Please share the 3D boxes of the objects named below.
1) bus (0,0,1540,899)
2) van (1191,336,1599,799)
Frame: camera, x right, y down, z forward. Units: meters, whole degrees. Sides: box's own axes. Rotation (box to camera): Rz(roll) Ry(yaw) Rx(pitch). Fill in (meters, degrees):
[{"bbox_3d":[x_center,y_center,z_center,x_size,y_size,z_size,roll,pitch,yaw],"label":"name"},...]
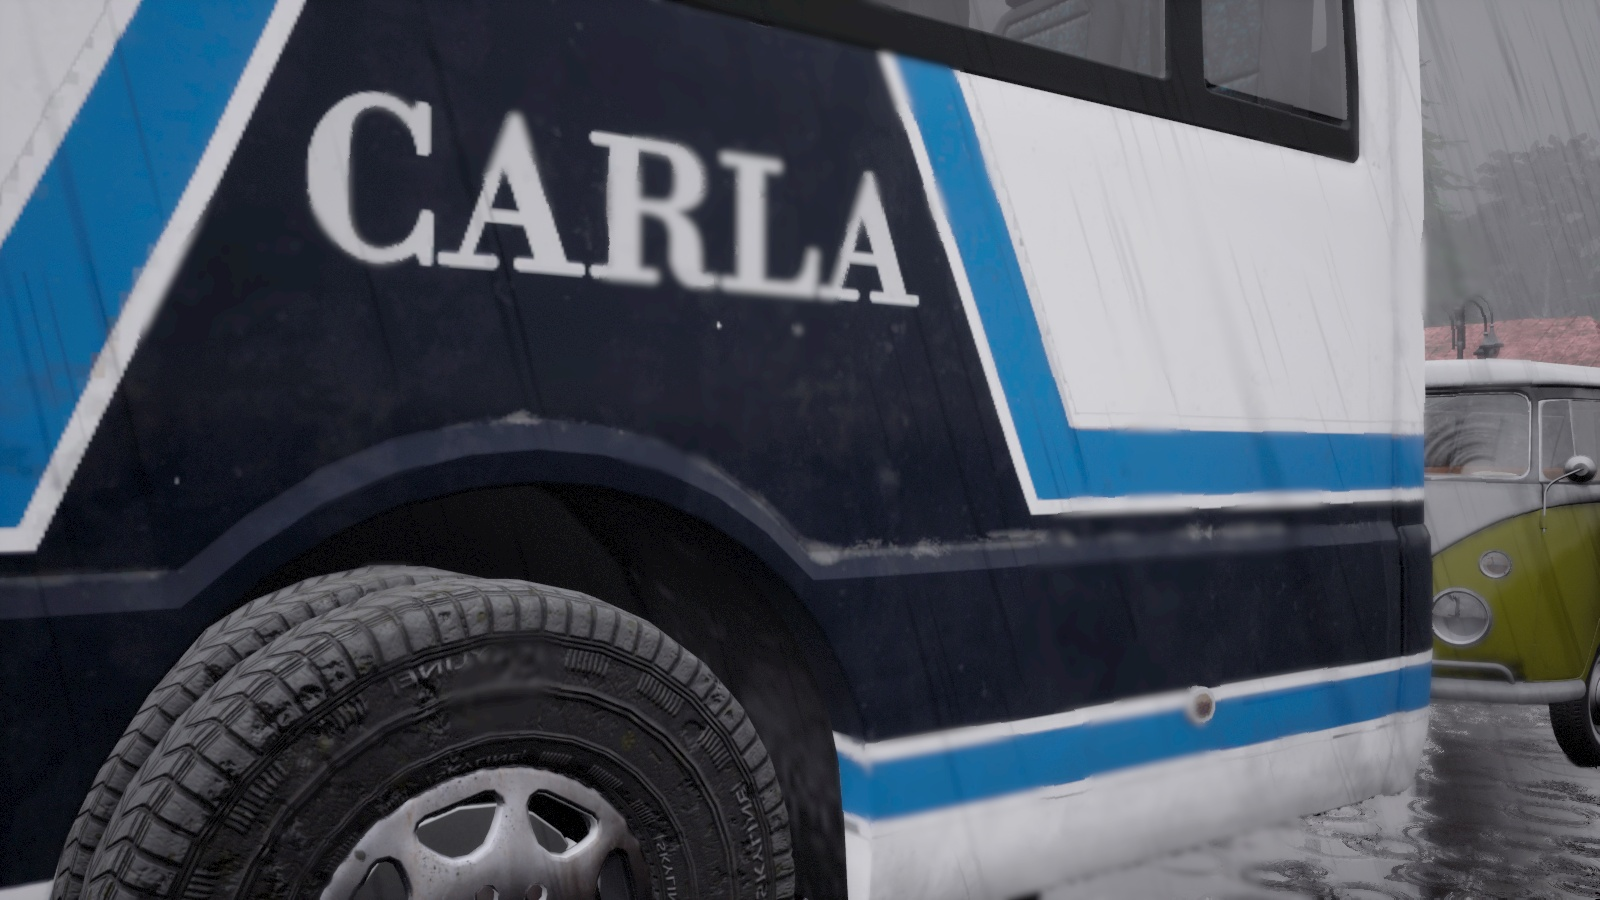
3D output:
[{"bbox_3d":[-3.492,-0.620,1.849,10.273,4.253,3.944,0,0,-35],"label":"bus"},{"bbox_3d":[4.460,0.506,7.382,4.442,1.987,1.775,0,0,-35],"label":"van"}]
